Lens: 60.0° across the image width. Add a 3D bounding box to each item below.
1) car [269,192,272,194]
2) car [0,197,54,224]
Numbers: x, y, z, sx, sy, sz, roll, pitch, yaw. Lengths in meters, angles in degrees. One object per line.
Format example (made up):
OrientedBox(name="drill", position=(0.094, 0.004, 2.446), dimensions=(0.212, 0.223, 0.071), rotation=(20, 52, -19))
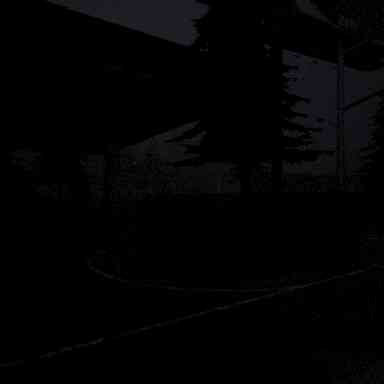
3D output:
OrientedBox(name="car", position=(6.216, 1.050, 28.679), dimensions=(2.150, 2.045, 5.566), rotation=(0, 1, -34))
OrientedBox(name="car", position=(-11.987, 1.313, 23.469), dimensions=(3.866, 1.878, 1.905), rotation=(0, 0, -36))
